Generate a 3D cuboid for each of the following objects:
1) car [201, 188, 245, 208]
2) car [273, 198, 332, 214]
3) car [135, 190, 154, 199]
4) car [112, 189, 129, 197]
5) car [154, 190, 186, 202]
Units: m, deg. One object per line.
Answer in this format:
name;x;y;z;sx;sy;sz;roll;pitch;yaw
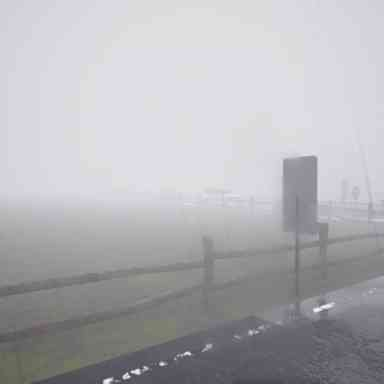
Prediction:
car;3.203;0.591;35.734;2.150;2.045;5.566;1;1;-35
car;9.030;1.084;27.425;1.882;1.535;5.008;1;1;-35
car;-8.063;0.339;56.899;1.882;1.535;5.008;1;1;-35
car;-14.084;0.117;65.464;2.128;1.511;4.902;1;1;-35
car;-2.728;0.485;44.194;2.097;1.767;4.553;1;1;-35
